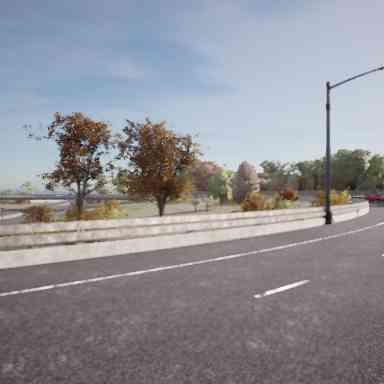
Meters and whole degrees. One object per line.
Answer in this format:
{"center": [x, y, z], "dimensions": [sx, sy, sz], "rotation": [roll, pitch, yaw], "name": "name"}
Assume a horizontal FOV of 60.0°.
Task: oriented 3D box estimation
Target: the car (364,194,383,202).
{"center": [42.654, 1.410, 78.479], "dimensions": [2.150, 2.045, 5.566], "rotation": [0, 0, 5], "name": "car"}
